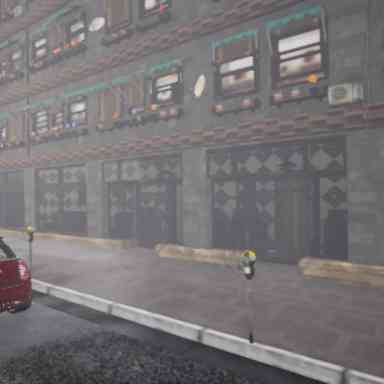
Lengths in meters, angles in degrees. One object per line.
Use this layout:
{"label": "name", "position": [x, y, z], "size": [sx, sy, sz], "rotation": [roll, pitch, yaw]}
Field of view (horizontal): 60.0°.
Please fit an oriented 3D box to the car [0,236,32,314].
{"label": "car", "position": [-4.922, 1.435, 6.405], "size": [4.097, 1.590, 1.967], "rotation": [0, -1, 36]}
